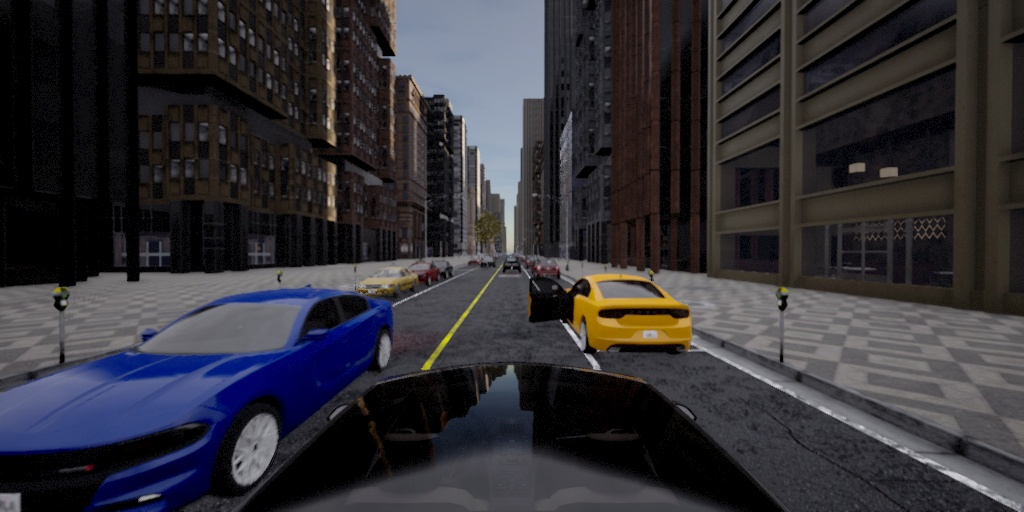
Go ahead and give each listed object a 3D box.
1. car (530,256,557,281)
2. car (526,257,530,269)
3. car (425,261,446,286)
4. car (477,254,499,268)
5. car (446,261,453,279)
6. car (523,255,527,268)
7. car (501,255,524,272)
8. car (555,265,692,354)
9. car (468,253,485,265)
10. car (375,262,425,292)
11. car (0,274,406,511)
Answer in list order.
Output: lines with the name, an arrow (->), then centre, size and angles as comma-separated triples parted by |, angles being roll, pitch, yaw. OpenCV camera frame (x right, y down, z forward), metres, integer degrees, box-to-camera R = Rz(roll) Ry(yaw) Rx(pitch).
car -> 2.713, 0.917, 28.772 | 1.967, 1.591, 4.097 | 0, 0, 0
car -> 2.702, 0.988, 34.450 | 1.948, 1.339, 4.313 | 0, 0, 0
car -> -5.802, 1.078, 23.074 | 1.888, 1.381, 4.507 | 0, 0, 0
car -> -3.086, 0.810, 47.547 | 1.882, 1.535, 5.008 | 0, 1, 0
car -> -5.813, 1.043, 28.751 | 1.948, 1.339, 4.313 | 0, 0, 0
car -> 2.680, 0.752, 45.804 | 1.967, 1.591, 4.097 | 0, 0, 0
car -> 0.005, 0.895, 37.731 | 1.837, 1.490, 4.892 | 0, 0, 0
car -> 2.349, 1.157, 8.584 | 1.882, 1.535, 5.008 | 0, 1, 0
car -> -5.867, 0.642, 57.136 | 1.967, 1.591, 4.097 | 0, 0, 0
car -> -5.791, 1.115, 17.227 | 1.751, 1.417, 4.829 | 0, 0, 0
car -> -3.104, 1.197, 4.667 | 1.882, 1.535, 5.008 | 0, 1, 0
